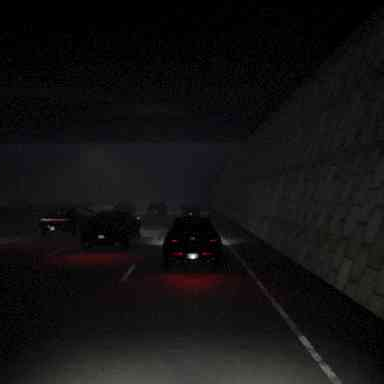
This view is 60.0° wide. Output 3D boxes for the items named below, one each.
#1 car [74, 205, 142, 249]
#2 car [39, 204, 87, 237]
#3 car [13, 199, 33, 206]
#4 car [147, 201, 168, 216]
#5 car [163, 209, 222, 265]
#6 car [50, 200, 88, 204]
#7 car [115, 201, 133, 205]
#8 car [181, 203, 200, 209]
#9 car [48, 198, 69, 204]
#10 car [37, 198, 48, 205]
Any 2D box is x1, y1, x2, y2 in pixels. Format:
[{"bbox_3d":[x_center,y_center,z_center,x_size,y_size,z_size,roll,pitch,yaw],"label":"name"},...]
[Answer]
[{"bbox_3d":[-3.511,1.585,15.258,1.882,1.535,5.008,0,0,0],"label":"car"},{"bbox_3d":[-7.038,1.631,19.149,2.128,1.511,4.902,0,0,0],"label":"car"},{"bbox_3d":[-31.929,2.017,62.909,1.994,1.385,4.181,0,0,0],"label":"car"},{"bbox_3d":[-3.652,1.736,35.640,2.128,1.511,4.902,0,0,0],"label":"car"},{"bbox_3d":[0.010,1.588,11.992,1.837,1.490,4.892,0,0,0],"label":"car"},{"bbox_3d":[-10.618,1.765,30.325,2.033,1.411,5.357,0,0,0],"label":"car"},{"bbox_3d":[-7.151,1.739,35.494,2.128,1.511,4.902,0,0,0],"label":"car"},{"bbox_3d":[-0.143,1.831,34.248,1.895,1.301,4.718,0,0,0],"label":"car"},{"bbox_3d":[-24.932,1.934,63.073,1.882,1.535,5.008,0,0,0],"label":"car"},{"bbox_3d":[-28.442,1.995,64.806,2.128,1.511,4.902,0,0,0],"label":"car"}]
